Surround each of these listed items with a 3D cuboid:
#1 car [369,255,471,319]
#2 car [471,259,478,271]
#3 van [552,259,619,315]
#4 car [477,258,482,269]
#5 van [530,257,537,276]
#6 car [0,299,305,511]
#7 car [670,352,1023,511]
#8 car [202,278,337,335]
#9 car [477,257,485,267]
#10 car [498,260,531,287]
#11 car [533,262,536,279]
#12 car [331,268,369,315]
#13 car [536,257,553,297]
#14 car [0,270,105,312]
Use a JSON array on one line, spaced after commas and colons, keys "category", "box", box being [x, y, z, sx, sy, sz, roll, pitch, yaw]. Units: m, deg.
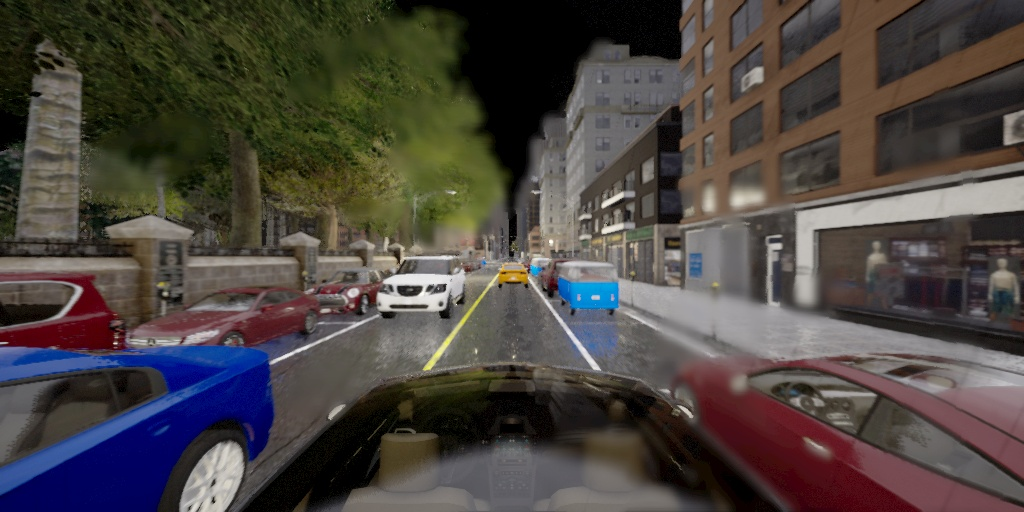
[{"category": "car", "box": [-3.012, 0.974, 13.218, 2.150, 2.045, 5.566, 0, 0, 0]}, {"category": "car", "box": [-5.863, 1.310, 45.741, 1.888, 1.381, 4.507, 0, 0, 0]}, {"category": "van", "box": [2.667, 1.095, 13.285, 1.690, 1.789, 3.998, 0, 0, 0]}, {"category": "car", "box": [-5.864, 1.316, 51.148, 2.007, 1.370, 4.403, 0, 0, 0]}, {"category": "van", "box": [2.664, 1.101, 29.510, 1.690, 1.789, 3.998, 0, 0, 0]}, {"category": "car", "box": [-3.092, 1.227, 1.174, 1.882, 1.535, 5.008, 0, 0, 0]}, {"category": "car", "box": [2.668, 1.332, 2.469, 1.802, 1.307, 4.207, 0, 0, 0]}, {"category": "car", "box": [-5.859, 1.334, 7.889, 1.802, 1.307, 4.207, 0, 0, 0]}, {"category": "car", "box": [-5.865, 1.207, 56.555, 1.967, 1.591, 4.097, 0, 0, 0]}, {"category": "car", "box": [0.086, 1.236, 24.666, 1.882, 1.535, 5.008, 0, 0, 0]}, {"category": "car", "box": [2.665, 1.324, 24.101, 1.948, 1.339, 4.313, 0, 0, 0]}, {"category": "car", "box": [-5.859, 1.194, 13.297, 1.967, 1.591, 4.097, 0, 0, 0]}, {"category": "car", "box": [2.666, 1.071, 18.693, 2.192, 1.841, 5.009, 0, 0, 0]}, {"category": "car", "box": [-5.858, 1.065, 2.482, 2.192, 1.841, 5.009, 0, 0, 0]}]
